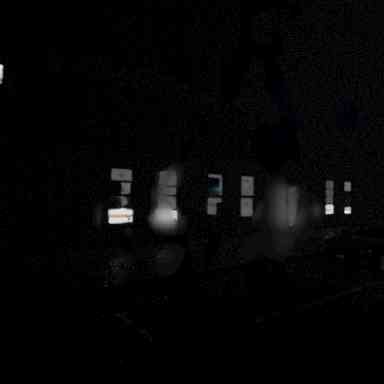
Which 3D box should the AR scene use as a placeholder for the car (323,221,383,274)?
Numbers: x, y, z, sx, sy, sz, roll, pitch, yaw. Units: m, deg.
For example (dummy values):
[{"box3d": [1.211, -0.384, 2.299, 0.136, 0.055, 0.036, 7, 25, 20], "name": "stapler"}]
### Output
[{"box3d": [6.127, 1.635, 10.924, 4.507, 1.381, 1.887, 1, 0, -36], "name": "car"}]
